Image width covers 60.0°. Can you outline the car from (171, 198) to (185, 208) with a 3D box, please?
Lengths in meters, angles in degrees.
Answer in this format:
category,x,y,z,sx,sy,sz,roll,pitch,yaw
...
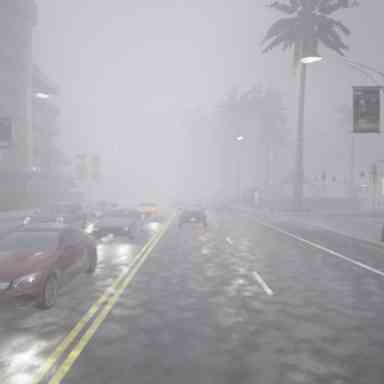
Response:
category,x,y,z,sx,sy,sz,roll,pitch,yaw
car,-1.890,1.550,48.282,1.812,1.442,4.674,0,0,-11

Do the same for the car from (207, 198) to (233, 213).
category,x,y,z,sx,sy,sz,roll,pitch,yaw
car,3.267,1.618,37.605,1.895,1.301,4.718,0,0,-4

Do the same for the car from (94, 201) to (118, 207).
category,x,y,z,sx,sy,sz,roll,pitch,yaw
car,-7.172,1.509,27.942,2.128,1.511,4.902,0,0,0

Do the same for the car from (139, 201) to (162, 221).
category,x,y,z,sx,sy,sz,roll,pitch,yaw
car,-3.656,1.493,27.928,1.882,1.535,5.008,0,0,0

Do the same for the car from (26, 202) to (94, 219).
category,x,y,z,sx,sy,sz,roll,pitch,yaw
car,-7.125,1.365,17.822,2.097,1.767,4.553,0,0,0

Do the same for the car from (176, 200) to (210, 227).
category,x,y,z,sx,sy,sz,roll,pitch,yaw
car,0.061,1.537,22.994,1.812,1.442,4.674,0,0,0

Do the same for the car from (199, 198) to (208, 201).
category,x,y,z,sx,sy,sz,roll,pitch,yaw
car,1.846,1.570,48.084,2.033,1.411,5.357,0,0,-12

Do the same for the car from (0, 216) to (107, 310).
category,x,y,z,sx,sy,sz,roll,pitch,yaw
car,-3.607,1.532,7.953,1.812,1.442,4.674,0,0,0

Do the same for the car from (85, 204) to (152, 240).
category,x,y,z,sx,sy,sz,roll,pitch,yaw
car,-3.622,1.558,17.511,2.033,1.411,5.357,0,0,0
